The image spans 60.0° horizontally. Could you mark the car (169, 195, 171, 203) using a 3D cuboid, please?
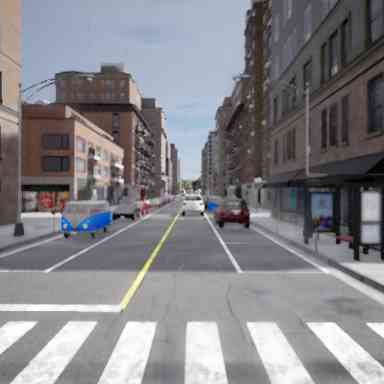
[{"bbox_3d":[-5.419,1.635,60.554,1.947,1.339,4.313,0,0,0],"label":"car"}]

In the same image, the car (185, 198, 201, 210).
[{"bbox_3d":[0.087,1.621,45.656,2.033,1.411,5.357,0,0,0],"label":"car"}]

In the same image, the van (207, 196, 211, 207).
[{"bbox_3d":[2.678,1.417,38.934,1.690,1.788,3.998,0,0,0],"label":"van"}]

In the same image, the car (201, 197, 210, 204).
[{"bbox_3d":[2.640,1.638,66.135,1.752,1.417,4.829,0,0,0],"label":"car"}]

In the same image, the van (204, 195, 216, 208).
[{"bbox_3d":[2.663,1.431,49.747,1.690,1.788,3.998,0,0,0],"label":"van"}]

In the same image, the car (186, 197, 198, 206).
[{"bbox_3d":[0.069,1.565,56.164,1.882,1.535,5.008,0,0,0],"label":"car"}]

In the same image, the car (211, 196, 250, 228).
[{"bbox_3d":[2.700,1.368,22.715,2.192,1.841,5.009,0,0,0],"label":"car"}]

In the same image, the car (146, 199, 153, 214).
[{"bbox_3d":[-5.414,1.577,33.523,1.887,1.381,4.507,0,0,0],"label":"car"}]

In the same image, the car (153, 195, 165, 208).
[{"bbox_3d":[-5.417,1.579,49.572,1.752,1.417,4.829,0,0,0],"label":"car"}]

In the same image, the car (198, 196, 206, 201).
[{"bbox_3d":[2.611,1.668,87.759,1.752,1.417,4.829,0,0,0],"label":"car"}]

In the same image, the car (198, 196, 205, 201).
[{"bbox_3d":[2.604,1.701,92.996,2.008,1.369,4.403,0,0,0],"label":"car"}]

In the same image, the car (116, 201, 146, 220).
[{"bbox_3d":[-5.413,1.590,28.116,1.947,1.339,4.313,0,0,0],"label":"car"}]

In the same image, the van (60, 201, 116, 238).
[{"bbox_3d":[-5.410,1.350,17.304,1.690,1.788,3.998,0,0,0],"label":"van"}]

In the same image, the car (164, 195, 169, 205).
[{"bbox_3d":[-5.418,1.612,55.148,2.008,1.369,4.403,0,0,0],"label":"car"}]

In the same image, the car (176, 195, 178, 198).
[{"bbox_3d":[-5.423,1.657,87.585,2.008,1.369,4.403,0,0,0],"label":"car"}]

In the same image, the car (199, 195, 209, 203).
[{"bbox_3d":[2.633,1.560,71.371,1.967,1.590,4.097,0,0,0],"label":"car"}]

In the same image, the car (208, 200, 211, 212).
[{"bbox_3d":[2.692,1.611,28.121,2.008,1.369,4.403,0,0,0],"label":"car"}]

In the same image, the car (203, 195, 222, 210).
[{"bbox_3d":[2.671,1.398,44.341,2.192,1.841,5.009,0,0,0],"label":"car"}]

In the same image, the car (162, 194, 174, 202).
[{"bbox_3d":[-5.419,1.391,65.960,2.192,1.841,5.009,0,0,0],"label":"car"}]

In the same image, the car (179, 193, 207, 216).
[{"bbox_3d":[0.091,1.280,33.841,2.150,2.045,5.566,0,0,0],"label":"car"}]
